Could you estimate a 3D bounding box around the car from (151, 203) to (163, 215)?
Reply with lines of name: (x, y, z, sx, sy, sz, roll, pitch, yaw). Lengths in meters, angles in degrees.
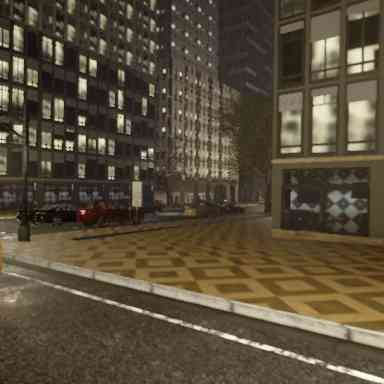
car: (-5.279, 1.693, 33.776, 2.033, 1.411, 5.357, 1, 0, 36)

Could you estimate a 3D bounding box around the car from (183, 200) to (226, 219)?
car: (1.136, 1.801, 32.715, 1.752, 1.417, 4.829, 1, 0, 36)

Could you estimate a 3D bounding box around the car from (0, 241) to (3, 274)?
car: (-6.802, 1.451, 8.536, 5.008, 1.535, 1.882, 0, 0, 36)

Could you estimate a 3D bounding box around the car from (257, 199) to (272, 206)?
car: (14.301, 1.936, 64.622, 1.752, 1.417, 4.829, 1, 0, 36)

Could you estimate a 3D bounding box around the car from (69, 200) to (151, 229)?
car: (-5.667, 1.490, 23.508, 2.192, 1.841, 5.009, 1, 0, 36)

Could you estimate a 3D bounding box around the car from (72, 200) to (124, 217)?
car: (-9.159, 1.597, 32.885, 1.752, 1.417, 4.829, 1, 0, 36)

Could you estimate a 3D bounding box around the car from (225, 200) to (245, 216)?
car: (4.387, 1.906, 37.115, 1.802, 1.307, 4.206, 1, 0, 36)

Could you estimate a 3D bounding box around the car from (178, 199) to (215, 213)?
car: (0.686, 1.724, 41.818, 2.128, 1.511, 4.902, 1, 0, 37)

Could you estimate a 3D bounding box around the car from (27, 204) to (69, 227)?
car: (-8.814, 1.603, 23.765, 2.128, 1.511, 4.902, 1, 0, 37)

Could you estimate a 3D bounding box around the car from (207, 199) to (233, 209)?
car: (4.347, 1.836, 51.157, 1.947, 1.339, 4.313, 1, 0, 36)

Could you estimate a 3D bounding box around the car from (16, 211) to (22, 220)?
car: (-11.026, 1.661, 25.993, 1.895, 1.301, 4.718, 1, 0, 37)
